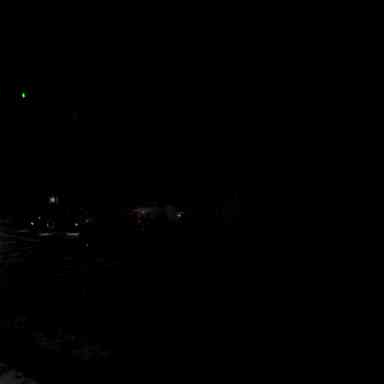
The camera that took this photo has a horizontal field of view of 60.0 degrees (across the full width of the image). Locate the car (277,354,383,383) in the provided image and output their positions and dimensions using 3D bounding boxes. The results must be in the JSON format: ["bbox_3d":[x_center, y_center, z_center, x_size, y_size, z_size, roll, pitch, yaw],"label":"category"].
[{"bbox_3d":[2.408,1.545,1.243,4.507,1.381,1.887,0,1,35],"label":"car"}]

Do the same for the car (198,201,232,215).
[{"bbox_3d":[2.714,1.778,38.119,1.994,1.385,4.181,1,0,36],"label":"car"}]

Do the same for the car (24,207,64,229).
[{"bbox_3d":[-8.542,1.648,22.229,1.895,1.301,4.718,1,0,35],"label":"car"}]

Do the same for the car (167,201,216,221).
[{"bbox_3d":[0.369,1.680,29.192,2.128,1.511,4.902,1,0,35],"label":"car"}]

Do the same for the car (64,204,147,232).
[{"bbox_3d":[-5.328,1.629,21.139,1.812,1.442,4.674,1,0,35],"label":"car"}]

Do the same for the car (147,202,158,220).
[{"bbox_3d":[-3.406,1.649,29.486,1.812,1.442,4.674,1,0,35],"label":"car"}]
